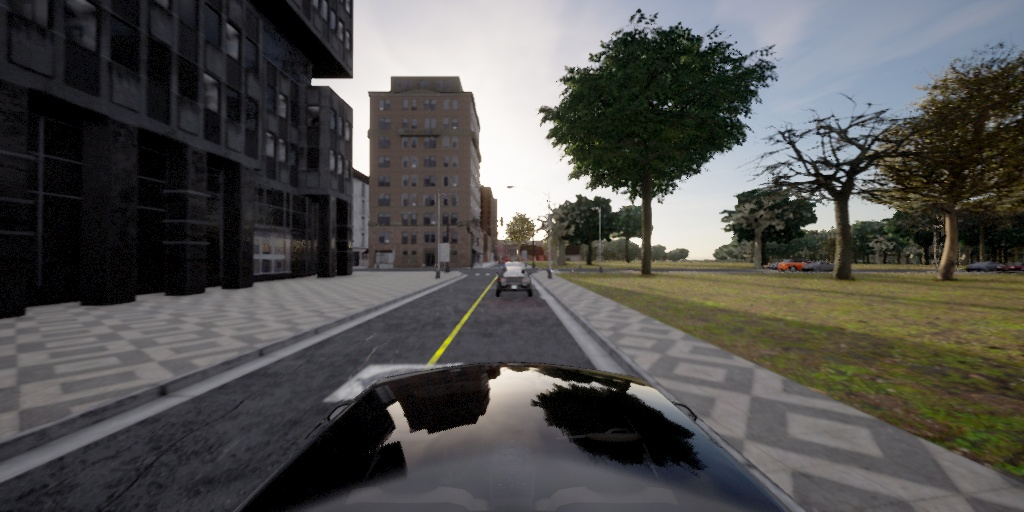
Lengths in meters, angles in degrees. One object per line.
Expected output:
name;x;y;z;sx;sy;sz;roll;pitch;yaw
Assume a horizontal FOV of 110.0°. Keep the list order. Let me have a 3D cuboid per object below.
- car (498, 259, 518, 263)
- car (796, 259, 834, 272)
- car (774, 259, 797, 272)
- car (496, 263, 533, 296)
car;0.044;1.248;30.357;1.882;1.535;5.008;0;0;1
car;38.368;1.357;44.349;4.181;1.385;1.994;0;-1;0
car;38.156;1.180;47.603;4.553;1.767;2.097;0;-1;0
car;0.106;1.280;19.222;1.812;1.442;4.674;0;0;0
